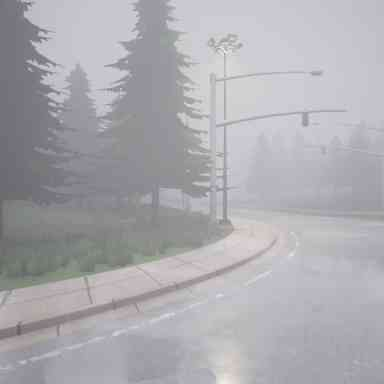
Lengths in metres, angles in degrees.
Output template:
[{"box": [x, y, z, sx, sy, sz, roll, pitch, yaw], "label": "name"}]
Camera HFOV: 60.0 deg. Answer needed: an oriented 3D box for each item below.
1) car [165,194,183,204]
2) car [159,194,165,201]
[{"box": [-3.165, 1.547, 65.415, 2.033, 1.411, 5.357, 0, 0, -21], "label": "car"}, {"box": [-7.033, 1.186, 75.158, 2.150, 2.045, 5.566, 0, 0, -21], "label": "car"}]
